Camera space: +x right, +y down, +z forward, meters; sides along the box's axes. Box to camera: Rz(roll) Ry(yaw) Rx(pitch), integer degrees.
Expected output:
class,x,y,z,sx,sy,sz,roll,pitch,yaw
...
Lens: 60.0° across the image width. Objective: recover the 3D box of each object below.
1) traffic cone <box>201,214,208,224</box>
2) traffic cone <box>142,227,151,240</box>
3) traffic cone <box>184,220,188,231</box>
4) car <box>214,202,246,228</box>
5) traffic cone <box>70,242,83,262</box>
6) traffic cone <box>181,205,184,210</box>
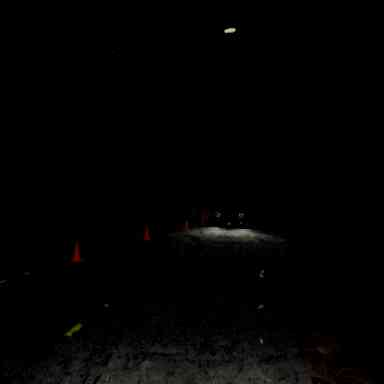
class,x,y,z,sx,sy,sz,roll,pitch,yaw
traffic cone,0.783,2.091,24.609,0.340,0.580,0.340,2,0,10
traffic cone,-2.105,1.937,15.524,0.340,0.580,0.340,2,0,20
traffic cone,-0.349,2.021,20.141,0.340,0.580,0.340,2,0,18
car,2.810,1.557,24.338,2.097,1.767,4.553,2,0,8
traffic cone,-3.625,1.873,10.466,0.340,0.580,0.340,2,0,14
traffic cone,-1.227,1.960,42.678,0.340,0.580,0.340,1,2,-23
